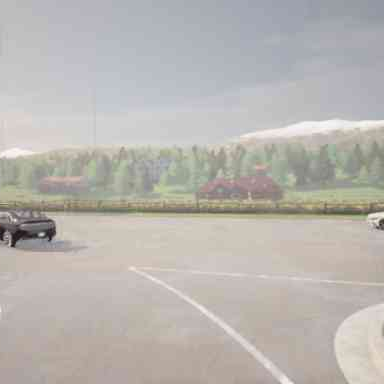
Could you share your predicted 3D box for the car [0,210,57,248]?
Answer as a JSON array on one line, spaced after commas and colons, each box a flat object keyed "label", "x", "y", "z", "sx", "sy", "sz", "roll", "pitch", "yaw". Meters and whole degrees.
[{"label": "car", "x": -8.187, "y": 1.572, "z": 15.359, "sx": 4.902, "sy": 1.511, "sz": 2.128, "roll": -1, "pitch": 0, "yaw": 38}]

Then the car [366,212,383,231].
[{"label": "car", "x": 12.237, "y": 1.396, "z": 18.341, "sx": 4.674, "sy": 1.442, "sz": 1.812, "roll": -1, "pitch": 0, "yaw": 18}]
